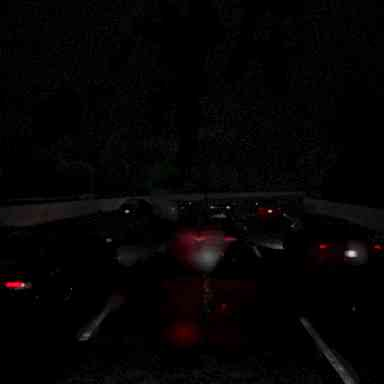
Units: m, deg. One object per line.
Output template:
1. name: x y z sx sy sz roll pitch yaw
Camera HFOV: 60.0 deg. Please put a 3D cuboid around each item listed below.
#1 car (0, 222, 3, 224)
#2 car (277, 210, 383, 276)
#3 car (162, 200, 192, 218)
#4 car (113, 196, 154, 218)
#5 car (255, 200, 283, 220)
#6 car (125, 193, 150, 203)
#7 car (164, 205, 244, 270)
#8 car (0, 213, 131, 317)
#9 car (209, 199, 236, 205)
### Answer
1. car: -6.475 1.494 10.034 1.895 1.301 4.718 0 1 4
2. car: 4.067 1.472 10.134 1.994 1.385 4.181 0 0 5
3. car: -1.051 1.311 26.592 1.994 1.385 4.181 0 1 9
4. car: -4.499 1.260 27.206 1.812 1.442 4.674 0 1 9
5. car: 5.902 1.330 25.748 1.994 1.385 4.181 0 1 9
6. car: -8.973 0.954 55.279 2.128 1.511 4.902 0 1 17
7. car: 0.603 1.389 10.695 2.128 1.511 4.902 0 0 5
8. car: -3.153 1.469 7.647 2.033 1.411 5.357 0 1 4
9. car: 2.282 1.257 25.291 2.128 1.511 4.902 0 1 9
